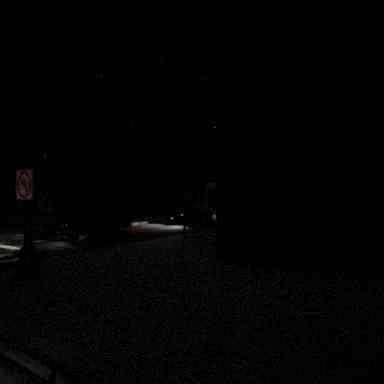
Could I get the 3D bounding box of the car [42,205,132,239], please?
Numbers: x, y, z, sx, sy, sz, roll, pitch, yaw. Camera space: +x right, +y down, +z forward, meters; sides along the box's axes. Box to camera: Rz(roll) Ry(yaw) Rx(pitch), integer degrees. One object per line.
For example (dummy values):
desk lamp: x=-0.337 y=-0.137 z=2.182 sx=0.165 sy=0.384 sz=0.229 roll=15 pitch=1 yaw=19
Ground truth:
car: x=-5.459 y=1.515 z=17.892 sx=1.882 sy=1.535 sz=5.008 roll=0 pitch=0 yaw=35

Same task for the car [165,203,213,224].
car: x=-0.080 y=1.581 z=25.443 sx=1.812 sy=1.442 sz=4.674 roll=0 pitch=0 yaw=35
